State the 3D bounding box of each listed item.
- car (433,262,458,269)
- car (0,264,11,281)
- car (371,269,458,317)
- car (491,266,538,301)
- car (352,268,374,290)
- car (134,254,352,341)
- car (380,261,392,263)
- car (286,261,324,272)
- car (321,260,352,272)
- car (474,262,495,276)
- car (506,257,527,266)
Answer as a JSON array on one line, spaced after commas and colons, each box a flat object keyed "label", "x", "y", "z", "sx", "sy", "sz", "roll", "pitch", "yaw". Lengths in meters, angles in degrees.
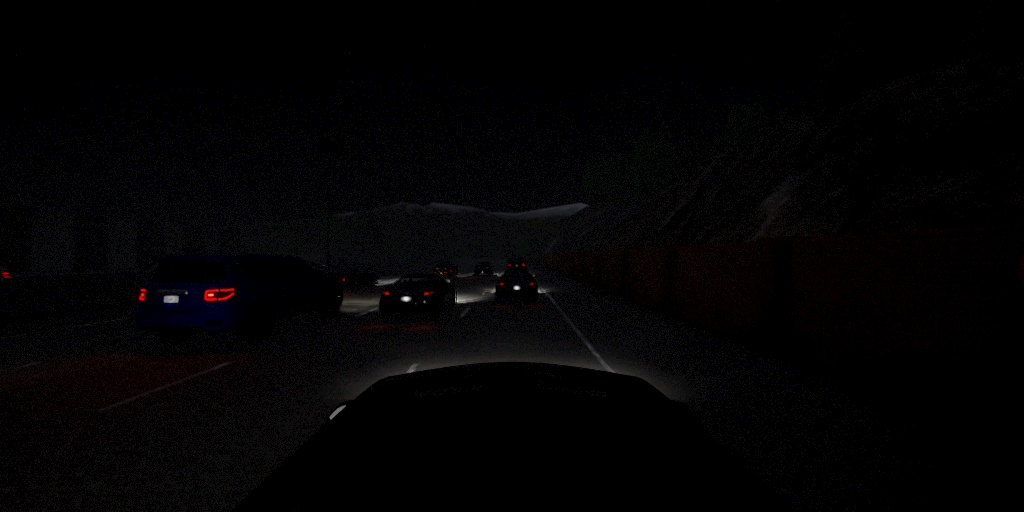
[{"label": "car", "x": -6.534, "y": 1.341, "z": 35.438, "sx": 1.837, "sy": 1.490, "sz": 4.892, "roll": 0, "pitch": 0, "yaw": 0}, {"label": "car", "x": -21.049, "y": 0.926, "z": 11.906, "sx": 2.150, "sy": 2.045, "sz": 5.566, "roll": 0, "pitch": 0, "yaw": 1}, {"label": "car", "x": -3.333, "y": 1.340, "z": 13.388, "sx": 1.994, "sy": 1.385, "sz": 4.181, "roll": 0, "pitch": 0, "yaw": 1}, {"label": "car", "x": 0.240, "y": 1.367, "z": 17.711, "sx": 1.994, "sy": 1.385, "sz": 4.181, "roll": 0, "pitch": 0, "yaw": 1}, {"label": "car", "x": -10.187, "y": 1.381, "z": 22.752, "sx": 1.895, "sy": 1.301, "sz": 4.718, "roll": 0, "pitch": 0, "yaw": 1}, {"label": "car", "x": -6.903, "y": 0.973, "z": 9.978, "sx": 2.150, "sy": 2.045, "sz": 5.566, "roll": 0, "pitch": 0, "yaw": 1}, {"label": "car", "x": -20.768, "y": 1.451, "z": 59.287, "sx": 1.994, "sy": 1.385, "sz": 4.181, "roll": 0, "pitch": 0, "yaw": 0}, {"label": "car", "x": -27.714, "y": 1.345, "z": 48.321, "sx": 2.033, "sy": 1.411, "sz": 5.357, "roll": 0, "pitch": 0, "yaw": 0}, {"label": "car", "x": -24.233, "y": 1.293, "z": 49.763, "sx": 1.882, "sy": 1.535, "sz": 5.008, "roll": 0, "pitch": 0, "yaw": 0}, {"label": "car", "x": -3.028, "y": 1.366, "z": 39.069, "sx": 1.837, "sy": 1.490, "sz": 4.892, "roll": 0, "pitch": 0, "yaw": 0}, {"label": "car", "x": 0.495, "y": 1.102, "z": 40.823, "sx": 2.150, "sy": 2.045, "sz": 5.566, "roll": 0, "pitch": 0, "yaw": 0}]
